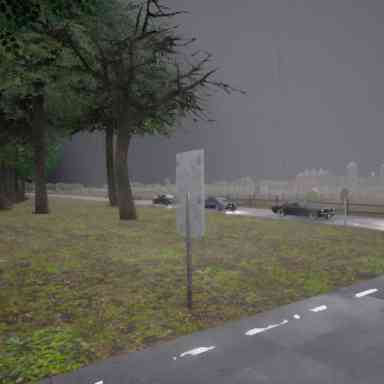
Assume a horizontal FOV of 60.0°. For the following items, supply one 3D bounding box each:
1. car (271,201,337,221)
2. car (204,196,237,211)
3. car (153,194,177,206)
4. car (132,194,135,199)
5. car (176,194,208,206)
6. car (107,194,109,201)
[{"bbox_3d":[8.484,1.352,25.502,1.895,1.301,4.718,-1,2,-36],"label":"car"},{"bbox_3d":[2.614,1.151,33.650,1.994,1.385,4.181,-1,2,-35],"label":"car"},{"bbox_3d":[-3.263,0.965,41.797,1.812,1.442,4.674,-1,1,-36],"label":"car"},{"bbox_3d":[-11.893,0.696,58.736,2.033,1.411,5.357,-1,1,-36],"label":"car"},{"bbox_3d":[-0.016,0.978,42.308,1.994,1.385,4.181,-1,1,-36],"label":"car"},{"bbox_3d":[-12.327,0.629,54.487,1.882,1.535,5.008,-1,1,-36],"label":"car"}]
